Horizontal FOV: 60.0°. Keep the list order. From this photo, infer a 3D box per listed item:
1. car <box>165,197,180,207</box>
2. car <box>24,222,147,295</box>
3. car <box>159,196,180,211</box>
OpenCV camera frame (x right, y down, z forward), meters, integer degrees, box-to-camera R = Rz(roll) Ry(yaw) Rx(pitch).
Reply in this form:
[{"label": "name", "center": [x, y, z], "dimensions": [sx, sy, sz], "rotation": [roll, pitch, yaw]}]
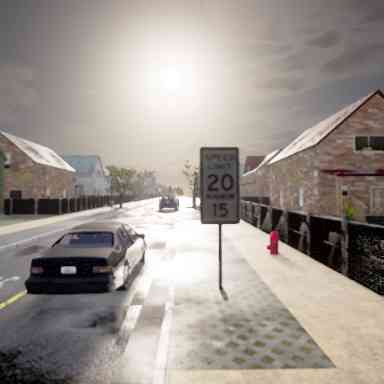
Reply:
[{"label": "car", "center": [-2.917, 1.420, 49.583], "dimensions": [1.994, 1.385, 4.181], "rotation": [0, 0, -1]}, {"label": "car", "center": [-2.380, 1.516, 8.817], "dimensions": [2.033, 1.411, 5.357], "rotation": [0, 0, -1]}, {"label": "car", "center": [-2.737, 1.219, 39.328], "dimensions": [2.097, 1.767, 4.553], "rotation": [0, 0, 0]}]
